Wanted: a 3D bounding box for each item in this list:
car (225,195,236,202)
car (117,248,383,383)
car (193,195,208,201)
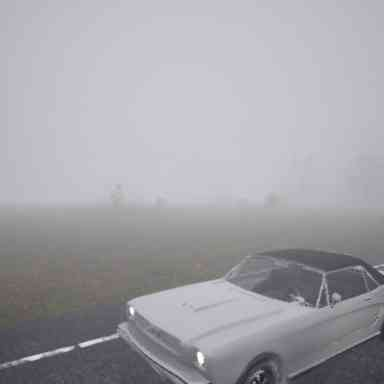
[{"bbox_3d":[6.688,1.408,67.883,2.033,1.411,5.357,0,0,-33],"label":"car"},{"bbox_3d":[1.402,1.598,4.873,4.718,1.301,1.895,0,0,-35],"label":"car"},{"bbox_3d":[2.395,1.271,74.248,2.033,1.411,5.357,0,0,-34],"label":"car"}]
